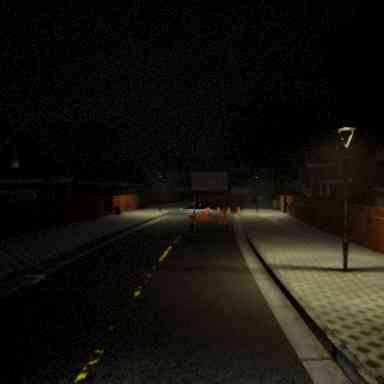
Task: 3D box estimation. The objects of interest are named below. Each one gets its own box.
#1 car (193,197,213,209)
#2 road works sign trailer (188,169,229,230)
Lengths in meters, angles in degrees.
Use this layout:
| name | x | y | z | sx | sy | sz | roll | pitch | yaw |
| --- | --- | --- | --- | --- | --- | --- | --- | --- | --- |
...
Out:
| name | x | y | z | sx | sy | sz | roll | pitch | yaw |
| --- | --- | --- | --- | --- | --- | --- | --- | --- | --- |
| car | 1.345 | 1.210 | 39.812 | 1.837 | 1.490 | 4.892 | 0 | 1 | 11 |
| road works sign trailer | 1.102 | 0.387 | 20.459 | 2.380 | 3.560 | 2.880 | 0 | 0 | 9 |
